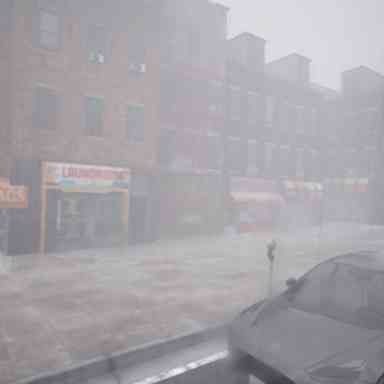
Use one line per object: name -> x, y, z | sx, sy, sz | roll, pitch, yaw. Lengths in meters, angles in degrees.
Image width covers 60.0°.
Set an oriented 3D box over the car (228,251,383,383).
car -> 2.472, 1.596, 4.551 | 4.313, 1.339, 1.947 | 0, 1, -35
